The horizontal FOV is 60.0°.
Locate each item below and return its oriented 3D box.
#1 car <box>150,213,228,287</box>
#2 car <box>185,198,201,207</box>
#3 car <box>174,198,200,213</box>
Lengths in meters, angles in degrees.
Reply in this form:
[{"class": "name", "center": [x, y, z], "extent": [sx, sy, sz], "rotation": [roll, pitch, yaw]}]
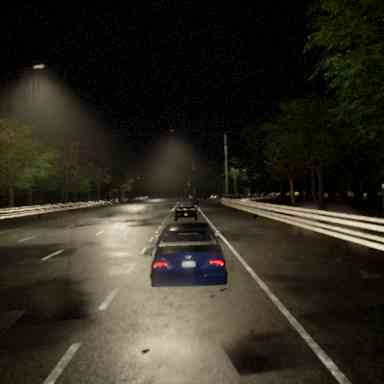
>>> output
[{"class": "car", "center": [-0.122, 1.576, 9.494], "extent": [2.033, 1.411, 5.357], "rotation": [-2, 0, -1]}, {"class": "car", "center": [0.205, 1.706, 56.709], "extent": [1.994, 1.385, 4.181], "rotation": [-2, 0, 9]}, {"class": "car", "center": [-0.530, 1.582, 28.511], "extent": [2.128, 1.511, 4.902], "rotation": [-2, 0, -1]}]
